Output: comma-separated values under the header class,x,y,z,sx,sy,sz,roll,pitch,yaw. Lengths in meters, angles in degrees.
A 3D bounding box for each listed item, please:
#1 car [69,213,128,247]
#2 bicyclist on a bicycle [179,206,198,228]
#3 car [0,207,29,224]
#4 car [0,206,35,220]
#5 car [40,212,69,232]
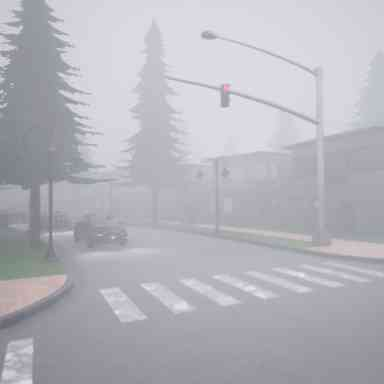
class,x,y,z,sx,sy,sz,roll,pitch,yaw
car,-4.883,1.923,17.473,1.837,1.490,4.892,0,-1,-31
bicyclist on a bicycle,-0.270,1.844,24.680,1.656,1.620,0.582,0,-1,-34
car,-18.117,2.422,33.116,5.357,1.411,2.033,-2,-2,41
car,-21.190,2.531,40.022,5.008,1.535,1.882,-1,-2,34
car,-10.678,2.209,25.553,1.994,1.385,4.181,1,-2,-41
